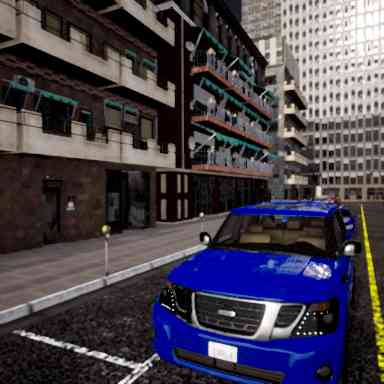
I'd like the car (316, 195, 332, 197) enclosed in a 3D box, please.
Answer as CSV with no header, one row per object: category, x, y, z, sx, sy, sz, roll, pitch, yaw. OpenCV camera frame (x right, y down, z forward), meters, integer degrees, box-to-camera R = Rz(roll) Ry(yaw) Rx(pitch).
car,12.059,1.410,32.072,1.967,1.590,4.097,-1,0,27

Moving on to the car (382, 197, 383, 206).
car,31.665,1.465,53.474,1.752,1.417,4.829,-1,0,27

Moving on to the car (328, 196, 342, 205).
car,24.542,1.485,56.850,1.887,1.381,4.507,-1,0,27

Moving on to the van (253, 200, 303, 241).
van,4.568,1.326,17.205,1.690,1.788,3.998,-1,0,27

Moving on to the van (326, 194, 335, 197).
van,14.554,1.305,37.028,1.690,1.788,3.998,-1,0,27

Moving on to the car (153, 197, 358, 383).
car,1.564,1.217,5.726,2.150,2.045,5.566,0,0,27

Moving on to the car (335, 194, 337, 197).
car,19.547,1.268,46.940,2.192,1.841,5.009,-1,0,27

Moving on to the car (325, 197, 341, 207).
car,22.046,1.512,51.895,1.947,1.339,4.313,-1,0,27
